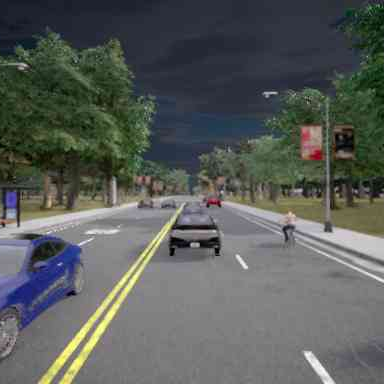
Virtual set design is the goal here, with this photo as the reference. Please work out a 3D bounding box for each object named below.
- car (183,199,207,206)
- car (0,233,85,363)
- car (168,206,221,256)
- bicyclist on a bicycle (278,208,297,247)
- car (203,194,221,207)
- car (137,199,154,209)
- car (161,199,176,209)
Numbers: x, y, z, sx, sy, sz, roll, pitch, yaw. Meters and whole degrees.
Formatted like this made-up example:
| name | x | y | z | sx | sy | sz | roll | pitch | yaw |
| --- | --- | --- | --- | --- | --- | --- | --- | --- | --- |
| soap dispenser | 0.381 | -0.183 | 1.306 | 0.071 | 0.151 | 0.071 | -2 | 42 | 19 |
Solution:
| name | x | y | z | sx | sy | sz | roll | pitch | yaw |
| --- | --- | --- | --- | --- | --- | --- | --- | --- | --- |
| car | 0.093 | 1.647 | 31.357 | 1.994 | 1.385 | 4.181 | 0 | 0 | 0 |
| car | -3.363 | 1.541 | 5.997 | 1.812 | 1.442 | 4.674 | 0 | 0 | 0 |
| car | 0.097 | 1.526 | 13.317 | 2.128 | 1.511 | 4.902 | 0 | 0 | 0 |
| bicyclist on a bicycle | 4.159 | 1.474 | 14.282 | 0.866 | 1.612 | 1.509 | 0 | 0 | 0 |
| car | 3.338 | 1.364 | 52.362 | 2.150 | 2.045 | 5.566 | 0 | 0 | 0 |
| car | -6.590 | 1.694 | 47.889 | 1.994 | 1.385 | 4.181 | 0 | 0 | 0 |
| car | -3.341 | 1.694 | 47.882 | 1.994 | 1.385 | 4.181 | 0 | 0 | 0 |
